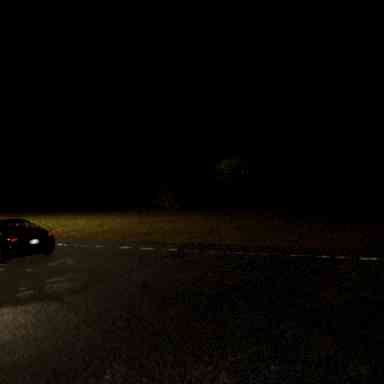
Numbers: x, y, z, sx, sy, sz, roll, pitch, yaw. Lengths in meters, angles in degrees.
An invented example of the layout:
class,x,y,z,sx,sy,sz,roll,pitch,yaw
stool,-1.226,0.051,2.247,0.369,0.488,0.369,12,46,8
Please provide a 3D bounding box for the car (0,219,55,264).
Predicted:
class,x,y,z,sx,sy,sz,roll,pitch,yaw
car,-7.206,1.745,12.797,4.181,1.385,1.994,-1,1,34
